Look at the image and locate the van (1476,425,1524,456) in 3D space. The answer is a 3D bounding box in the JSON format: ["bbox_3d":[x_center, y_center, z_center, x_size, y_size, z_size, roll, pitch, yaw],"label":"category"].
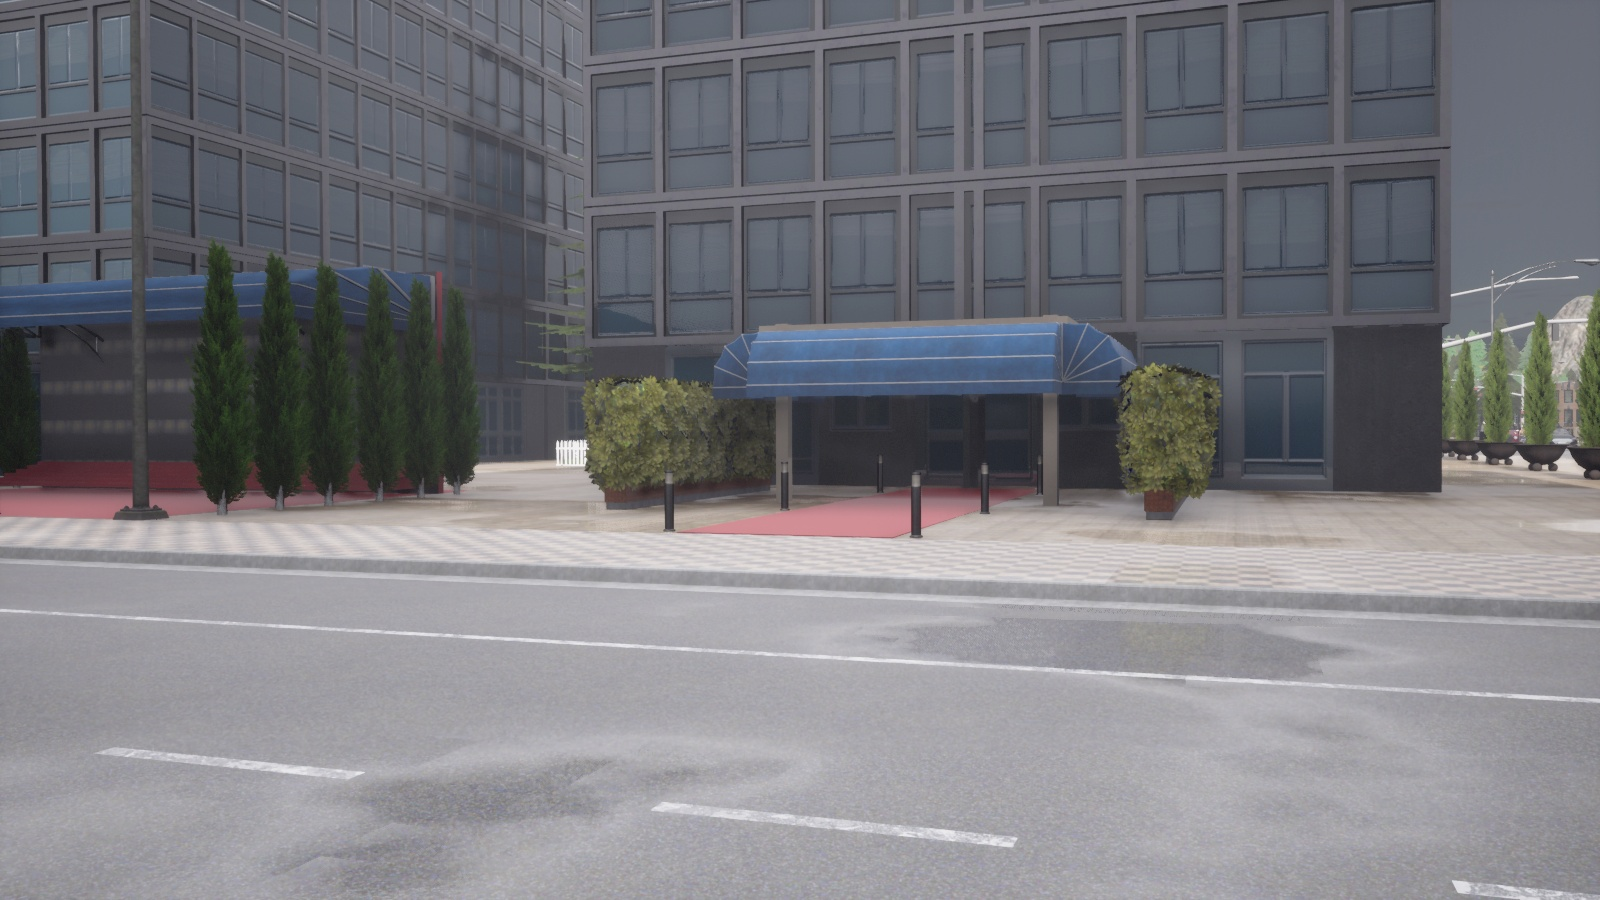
[{"bbox_3d":[46.912,-0.620,84.277,2.069,2.038,4.480,1,1,19],"label":"van"}]

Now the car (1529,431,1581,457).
[{"bbox_3d":[50.592,-0.400,84.210,2.033,1.649,4.856,1,1,19],"label":"car"}]
